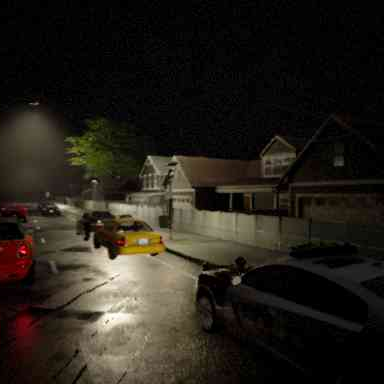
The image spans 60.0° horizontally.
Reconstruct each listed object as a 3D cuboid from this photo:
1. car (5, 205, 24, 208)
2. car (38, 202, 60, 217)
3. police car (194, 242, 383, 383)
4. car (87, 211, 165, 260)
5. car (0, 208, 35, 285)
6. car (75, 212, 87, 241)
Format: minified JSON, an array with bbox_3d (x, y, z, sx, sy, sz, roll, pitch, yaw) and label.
[{"bbox_3d":[-15.986,1.878,30.034,1.882,1.535,5.008,1,-1,-27],"label":"car"},{"bbox_3d":[-16.523,2.083,38.784,1.994,1.385,4.181,1,-1,-27],"label":"car"},{"bbox_3d":[1.710,1.536,4.650,1.930,1.638,5.238,1,-1,-27],"label":"police car"},{"bbox_3d":[-2.805,1.701,13.660,1.801,1.575,5.366,1,-1,-27],"label":"car"},{"bbox_3d":[-5.736,1.501,9.580,2.097,1.767,4.553,1,-1,-27],"label":"car"},{"bbox_3d":[-5.407,1.821,18.852,1.837,1.490,4.892,1,-1,-27],"label":"car"}]
